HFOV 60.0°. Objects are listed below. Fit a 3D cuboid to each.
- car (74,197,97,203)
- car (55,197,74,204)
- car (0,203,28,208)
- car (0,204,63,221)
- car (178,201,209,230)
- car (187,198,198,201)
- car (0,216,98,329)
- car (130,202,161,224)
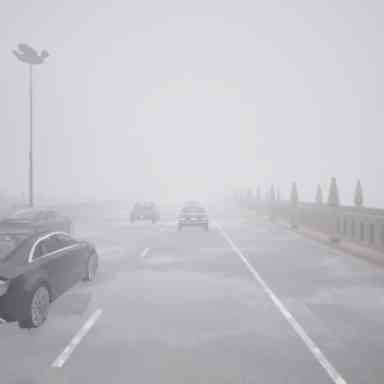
[{"bbox_3d":[-17.564,1.598,56.254,2.033,1.411,5.357,0,0,0],"label":"car"},{"bbox_3d":[-21.063,1.507,55.250,1.882,1.535,5.008,0,0,0],"label":"car"},{"bbox_3d":[-14.113,1.570,26.532,1.994,1.385,4.181,0,0,0],"label":"car"},{"bbox_3d":[-6.916,1.508,15.121,1.837,1.490,4.892,0,0,0],"label":"car"},{"bbox_3d":[0.077,1.548,21.009,2.033,1.411,5.357,0,0,0],"label":"car"},{"bbox_3d":[0.053,1.527,42.546,1.812,1.442,4.674,0,0,0],"label":"car"},{"bbox_3d":[-3.410,1.493,6.908,2.128,1.511,4.902,0,0,0],"label":"car"},{"bbox_3d":[-3.427,1.494,25.055,2.128,1.511,4.902,0,0,0],"label":"car"}]
